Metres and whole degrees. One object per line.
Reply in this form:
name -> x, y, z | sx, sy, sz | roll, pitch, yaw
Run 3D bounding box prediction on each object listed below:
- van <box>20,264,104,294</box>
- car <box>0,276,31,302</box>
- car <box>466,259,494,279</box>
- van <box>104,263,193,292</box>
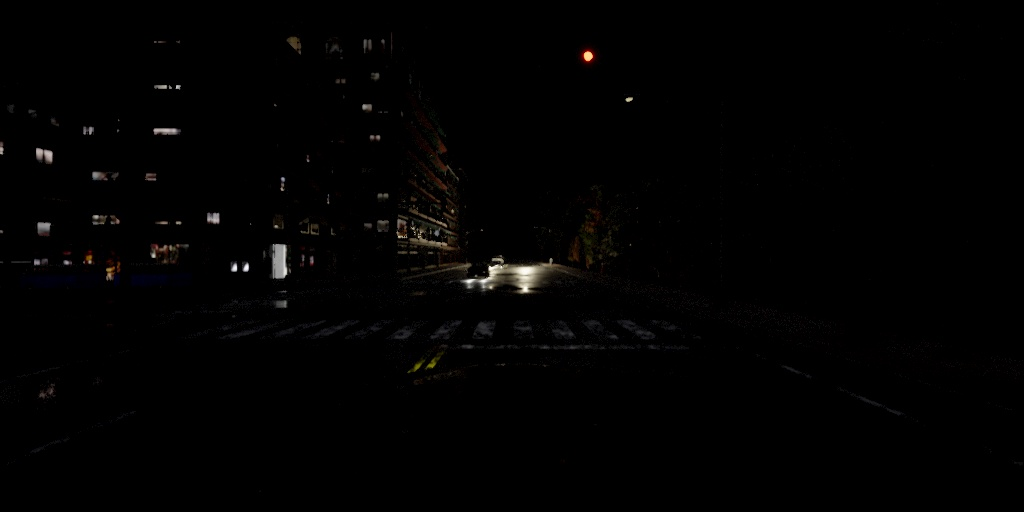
van -> -28.170, 1.406, 22.547 | 3.998, 1.789, 1.690 | 0, 0, 0
car -> -22.542, 1.613, 14.236 | 4.207, 1.307, 1.802 | 0, 0, 0
car -> -3.030, 1.296, 33.039 | 2.033, 1.411, 5.357 | 0, 0, 0
van -> -22.569, 1.333, 22.583 | 3.998, 1.789, 1.690 | 0, 0, 0
